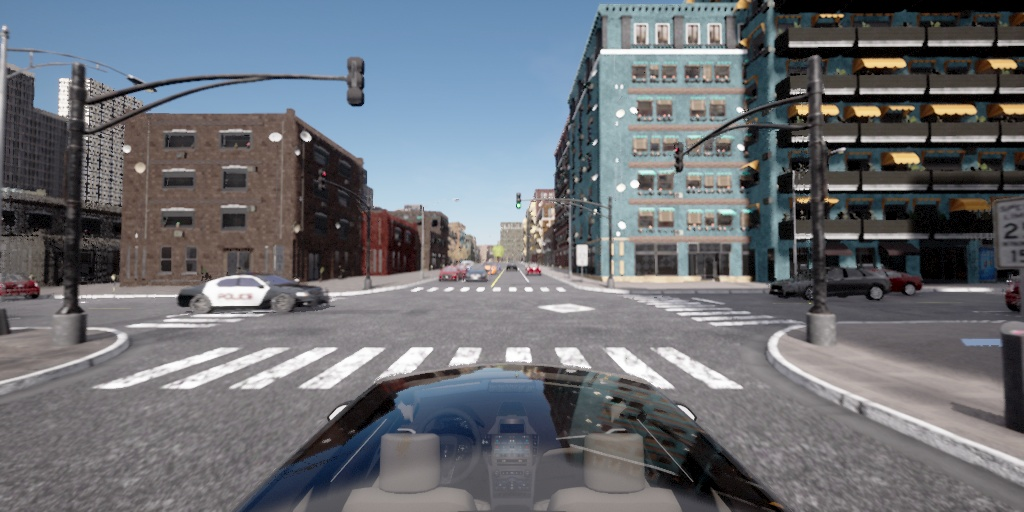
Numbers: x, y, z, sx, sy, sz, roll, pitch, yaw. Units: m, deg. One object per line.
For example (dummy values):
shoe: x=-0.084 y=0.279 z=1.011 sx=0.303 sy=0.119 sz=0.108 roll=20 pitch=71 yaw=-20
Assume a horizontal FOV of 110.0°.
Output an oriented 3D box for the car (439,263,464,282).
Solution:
car: x=-5.783 y=1.630 z=33.985 sx=1.888 sy=1.381 sz=4.507 roll=0 pitch=0 yaw=0

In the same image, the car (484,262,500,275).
car: x=-3.107 y=1.572 z=47.004 sx=2.097 sy=1.767 sz=4.553 roll=0 pitch=-1 yaw=0

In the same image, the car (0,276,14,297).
car: x=-19.299 y=1.464 z=11.269 sx=4.507 sy=1.381 sz=1.888 roll=0 pitch=0 yaw=1

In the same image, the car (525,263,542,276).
car: x=2.669 y=1.642 z=45.418 sx=1.967 sy=1.591 sz=4.097 roll=0 pitch=0 yaw=0

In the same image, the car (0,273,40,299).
car: x=-29.323 y=1.698 z=19.992 sx=4.097 sy=1.591 sz=1.967 roll=0 pitch=0 yaw=1

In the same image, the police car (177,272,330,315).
police car: x=-9.861 y=1.418 z=14.020 sx=4.974 sy=1.542 sz=2.038 roll=-1 pitch=-1 yaw=0

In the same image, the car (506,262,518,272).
car: x=-0.030 y=1.845 z=61.248 sx=1.882 sy=1.535 sz=5.008 roll=0 pitch=-1 yaw=0

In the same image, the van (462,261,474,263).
van: x=-5.712 y=1.543 z=45.353 sx=1.690 sy=1.789 sz=3.998 roll=0 pitch=0 yaw=0

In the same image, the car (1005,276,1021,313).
car: x=18.169 y=1.042 z=10.963 sx=4.097 sy=1.591 sz=1.967 roll=0 pitch=0 yaw=1

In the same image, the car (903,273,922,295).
car: x=19.468 y=1.388 z=19.531 sx=4.507 sy=1.381 sz=1.888 roll=0 pitch=0 yaw=1

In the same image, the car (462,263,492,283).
car: x=-3.108 y=1.595 z=32.554 sx=1.812 sy=1.442 sz=4.674 roll=0 pitch=-1 yaw=0

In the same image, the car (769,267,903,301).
car: x=14.860 y=1.302 z=16.918 sx=4.892 sy=1.490 sz=1.837 roll=-2 pitch=-2 yaw=0
